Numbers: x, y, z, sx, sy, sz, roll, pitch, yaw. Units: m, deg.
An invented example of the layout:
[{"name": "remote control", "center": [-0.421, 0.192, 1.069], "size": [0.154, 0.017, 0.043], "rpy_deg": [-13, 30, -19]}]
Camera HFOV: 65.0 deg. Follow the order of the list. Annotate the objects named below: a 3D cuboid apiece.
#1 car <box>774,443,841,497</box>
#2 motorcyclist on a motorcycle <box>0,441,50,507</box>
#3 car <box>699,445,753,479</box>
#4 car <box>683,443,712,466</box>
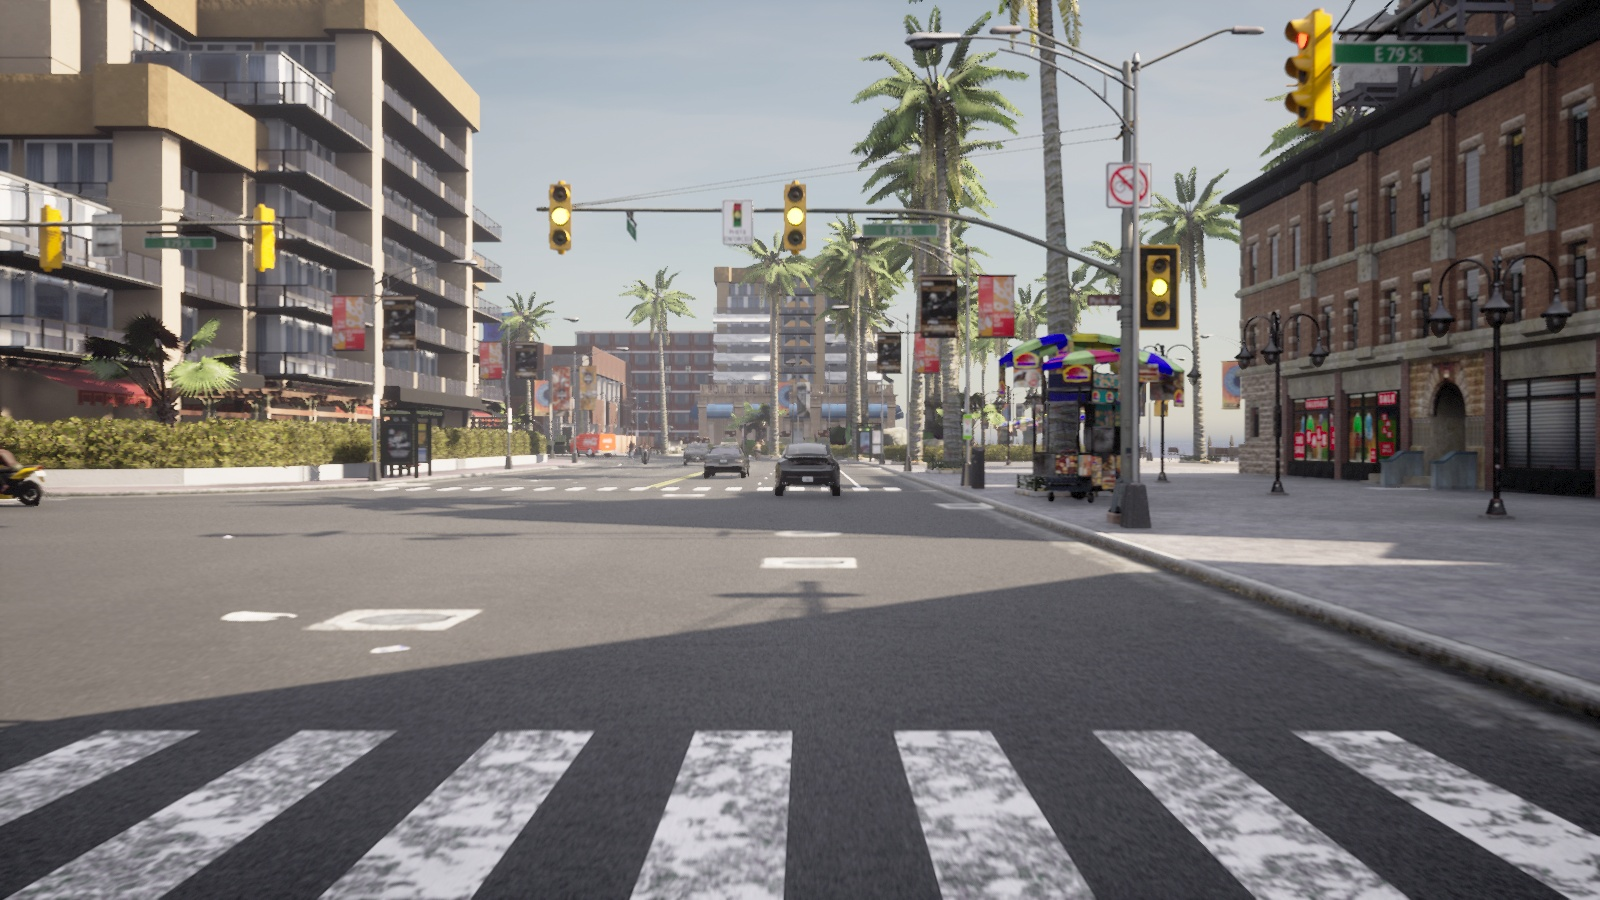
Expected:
[{"name": "car", "center": [0.224, 0.543, 36.980], "size": [1.837, 1.490, 4.892], "rpy_deg": [0, 0, 0]}, {"name": "motorcyclist on a motorcycle", "center": [-18.861, 0.547, 29.491], "size": [2.044, 1.523, 0.797], "rpy_deg": [0, 1, 4]}, {"name": "car", "center": [-3.174, 0.482, 54.883], "size": [2.033, 1.411, 5.357], "rpy_deg": [0, 0, 0]}, {"name": "car", "center": [-6.789, 0.279, 82.905], "size": [1.837, 1.490, 4.892], "rpy_deg": [0, 0, -5]}]
